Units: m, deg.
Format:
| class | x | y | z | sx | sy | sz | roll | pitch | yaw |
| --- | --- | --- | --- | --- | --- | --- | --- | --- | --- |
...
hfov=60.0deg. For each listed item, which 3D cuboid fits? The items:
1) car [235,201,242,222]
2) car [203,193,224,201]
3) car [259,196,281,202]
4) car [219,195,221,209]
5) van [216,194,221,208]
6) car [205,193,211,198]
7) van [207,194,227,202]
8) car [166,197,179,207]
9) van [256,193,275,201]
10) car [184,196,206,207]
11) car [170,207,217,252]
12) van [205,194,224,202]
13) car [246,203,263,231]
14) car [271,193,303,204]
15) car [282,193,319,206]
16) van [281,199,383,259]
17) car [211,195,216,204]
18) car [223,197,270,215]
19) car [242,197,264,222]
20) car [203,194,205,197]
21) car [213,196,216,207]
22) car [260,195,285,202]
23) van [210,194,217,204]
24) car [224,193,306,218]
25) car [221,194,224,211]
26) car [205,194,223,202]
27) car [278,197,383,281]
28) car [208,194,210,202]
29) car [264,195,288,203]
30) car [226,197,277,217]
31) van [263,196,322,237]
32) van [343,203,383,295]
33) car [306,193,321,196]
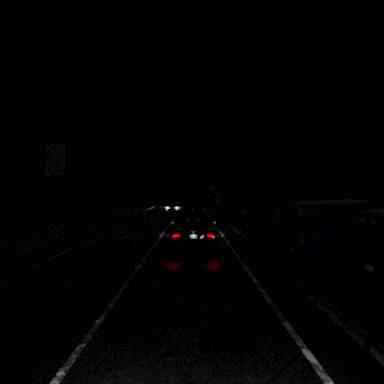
| class | x | y | z | sx | sy | sz | roll | pitch | yaw |
| --- | --- | --- | --- | --- | --- | --- | --- | --- | --- |
| car | 5.677 | 1.573 | 23.642 | 4.674 | 1.452 | 2.002 | 0 | 0 | 0 |
| car | 5.667 | 1.410 | 88.114 | 5.566 | 2.045 | 2.435 | 0 | 0 | 0 |
| car | 18.716 | 1.625 | 79.794 | 4.674 | 1.452 | 2.002 | 0 | 0 | 0 |
| car | 5.700 | 1.417 | 37.658 | 4.553 | 1.767 | 2.185 | 0 | 0 | 0 |
| van | 5.549 | 1.320 | 40.461 | 4.442 | 1.987 | 1.878 | 0 | 0 | 0 |
| car | 5.641 | 1.583 | 68.487 | 4.892 | 1.521 | 2.231 | 0 | 0 | 0 |
| van | 5.755 | 1.388 | 76.902 | 4.442 | 1.987 | 1.878 | 0 | 0 | 0 |
| car | -3.225 | 1.590 | 55.183 | 1.882 | 1.535 | 5.008 | 0 | 0 | 0 |
| van | 18.833 | 1.380 | 85.367 | 4.442 | 1.987 | 1.878 | 0 | 0 | 0 |
| car | 0.106 | 1.577 | 37.092 | 2.128 | 1.511 | 4.902 | 0 | 0 | 0 |
| car | 0.067 | 1.601 | 14.142 | 2.033 | 1.411 | 5.357 | 0 | 0 | 0 |
| van | 5.521 | 1.411 | 82.509 | 4.442 | 1.987 | 1.878 | 0 | 0 | 0 |
| car | 5.677 | 1.531 | 18.035 | 4.892 | 1.521 | 2.231 | 0 | 0 | 0 |
| car | 18.698 | 1.282 | 65.870 | 5.566 | 2.045 | 2.435 | 0 | 0 | 0 |
| car | 18.704 | 1.265 | 57.515 | 5.566 | 2.045 | 2.435 | 0 | 0 | 0 |
| van | 5.803 | 1.299 | 12.429 | 4.442 | 1.987 | 1.878 | 0 | 0 | 0 |
| car | 5.631 | 1.580 | 48.871 | 4.792 | 1.488 | 2.163 | 0 | 0 | 0 |
| car | 5.639 | 1.416 | 34.855 | 4.553 | 1.767 | 2.185 | 0 | 0 | 0 |
| car | 5.712 | 1.406 | 20.838 | 4.553 | 1.767 | 2.185 | 0 | 0 | 0 |
| car | 5.671 | 1.341 | 71.295 | 5.566 | 2.045 | 2.435 | 0 | 0 | 0 |
| car | 5.659 | 1.547 | 43.264 | 5.008 | 1.535 | 2.097 | 0 | 0 | 0 |
| car | 18.534 | 1.572 | 77.009 | 5.366 | 1.575 | 1.946 | 0 | 0 | 0 |
| van | 5.541 | 1.327 | 51.674 | 4.442 | 1.987 | 1.878 | 0 | 0 | 0 |
| car | 5.648 | 1.284 | 26.445 | 5.566 | 2.045 | 2.435 | 0 | 0 | 0 |
| car | 5.646 | 1.286 | 29.248 | 5.566 | 2.045 | 2.435 | 0 | 0 | 0 |
| car | 5.606 | 1.522 | 85.312 | 4.553 | 1.767 | 2.185 | 0 | 0 | 0 |
| car | 5.661 | 1.273 | 9.624 | 5.566 | 2.045 | 2.435 | 0 | 0 | 0 |
| car | 5.839 | 1.553 | 57.281 | 5.366 | 1.575 | 1.946 | 0 | 0 | 0 |
| car | 18.716 | 1.563 | 74.223 | 5.008 | 1.535 | 2.097 | 0 | 0 | 0 |
| car | 5.641 | 1.414 | 32.051 | 4.553 | 1.767 | 2.185 | 0 | 0 | 0 |
| van | 5.801 | 1.301 | 15.232 | 4.442 | 1.987 | 1.878 | 0 | 0 | 0 |
| van | 5.808 | 1.295 | 6.824 | 4.442 | 1.987 | 1.878 | 0 | 0 | 0 |
| car | 18.706 | 1.263 | 54.853 | 5.566 | 2.045 | 2.435 | 0 | 0 | 0 |
